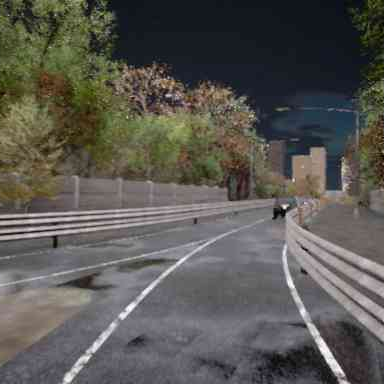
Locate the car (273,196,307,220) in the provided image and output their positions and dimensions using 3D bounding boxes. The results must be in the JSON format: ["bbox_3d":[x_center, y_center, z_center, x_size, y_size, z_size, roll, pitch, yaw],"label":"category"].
[{"bbox_3d":[8.551,1.330,29.258,2.150,2.045,5.566,1,0,24],"label":"car"}]

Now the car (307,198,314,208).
[{"bbox_3d":[15.713,1.553,45.880,2.097,1.767,4.553,1,0,23],"label":"car"}]

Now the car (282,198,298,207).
[{"bbox_3d":[16.990,1.811,57.384,2.033,1.411,5.357,1,0,24],"label":"car"}]
